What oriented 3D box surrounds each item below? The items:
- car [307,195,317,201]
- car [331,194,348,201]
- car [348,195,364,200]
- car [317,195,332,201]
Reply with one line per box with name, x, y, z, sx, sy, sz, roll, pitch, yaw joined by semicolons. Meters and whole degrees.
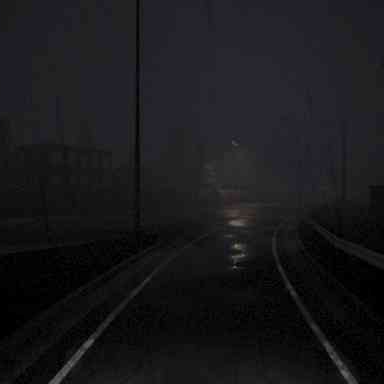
car;31.714;1.567;87.766;1.837;1.490;4.892;0;0;35
car;37.430;1.630;83.726;2.033;1.411;5.357;0;0;35
car;40.288;1.601;81.705;1.837;1.490;4.892;0;0;35
car;34.572;1.556;85.746;1.882;1.535;5.008;0;0;35
